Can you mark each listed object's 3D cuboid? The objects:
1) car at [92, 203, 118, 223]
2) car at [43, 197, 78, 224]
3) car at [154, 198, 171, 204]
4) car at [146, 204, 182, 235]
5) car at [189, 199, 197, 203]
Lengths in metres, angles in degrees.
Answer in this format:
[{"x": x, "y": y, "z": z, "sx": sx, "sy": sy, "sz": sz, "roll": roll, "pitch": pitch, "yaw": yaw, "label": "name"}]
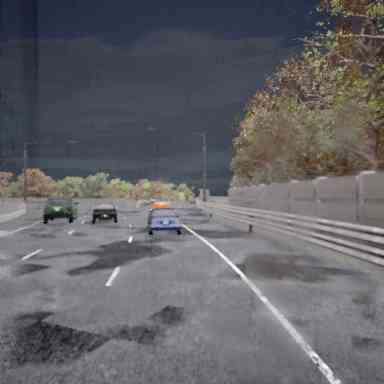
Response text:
[{"x": -7.194, "y": 1.654, "z": 27.577, "sx": 1.882, "sy": 1.535, "sz": 5.008, "roll": 0, "pitch": 0, "yaw": -14, "label": "car"}, {"x": -10.669, "y": 1.419, "z": 27.204, "sx": 2.150, "sy": 2.045, "sz": 5.566, "roll": 0, "pitch": 0, "yaw": -15, "label": "car"}, {"x": -3.766, "y": 1.576, "z": 42.793, "sx": 2.097, "sy": 1.767, "sz": 4.553, "roll": 0, "pitch": 0, "yaw": -1, "label": "car"}, {"x": -1.713, "y": 1.651, "z": 19.836, "sx": 2.033, "sy": 1.411, "sz": 5.357, "roll": 0, "pitch": 0, "yaw": -8, "label": "car"}, {"x": 0.374, "y": 2.688, "z": 95.171, "sx": 1.994, "sy": 1.385, "sz": 4.181, "roll": 0, "pitch": -3, "yaw": 7, "label": "car"}]
